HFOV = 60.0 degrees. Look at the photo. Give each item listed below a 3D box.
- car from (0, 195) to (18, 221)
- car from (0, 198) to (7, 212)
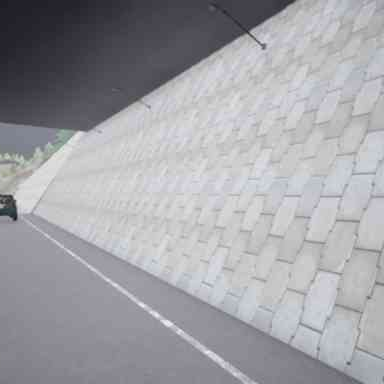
[{"bbox_3d":[-15.361,1.213,26.720,2.150,2.045,5.566,0,0,-32],"label":"car"},{"bbox_3d":[-22.683,1.466,38.541,1.882,1.535,5.008,0,0,-32],"label":"car"}]
